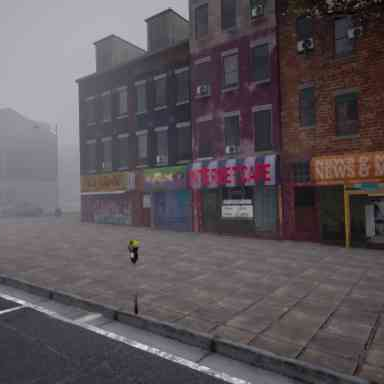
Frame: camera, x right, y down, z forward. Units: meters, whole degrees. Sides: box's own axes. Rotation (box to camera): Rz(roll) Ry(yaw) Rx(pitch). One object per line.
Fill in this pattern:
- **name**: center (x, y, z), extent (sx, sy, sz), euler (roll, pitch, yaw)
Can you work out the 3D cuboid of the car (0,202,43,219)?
- **car**: center (-15.624, 1.630, 29.843), extent (1.994, 1.385, 4.181), euler (-2, -1, 36)
